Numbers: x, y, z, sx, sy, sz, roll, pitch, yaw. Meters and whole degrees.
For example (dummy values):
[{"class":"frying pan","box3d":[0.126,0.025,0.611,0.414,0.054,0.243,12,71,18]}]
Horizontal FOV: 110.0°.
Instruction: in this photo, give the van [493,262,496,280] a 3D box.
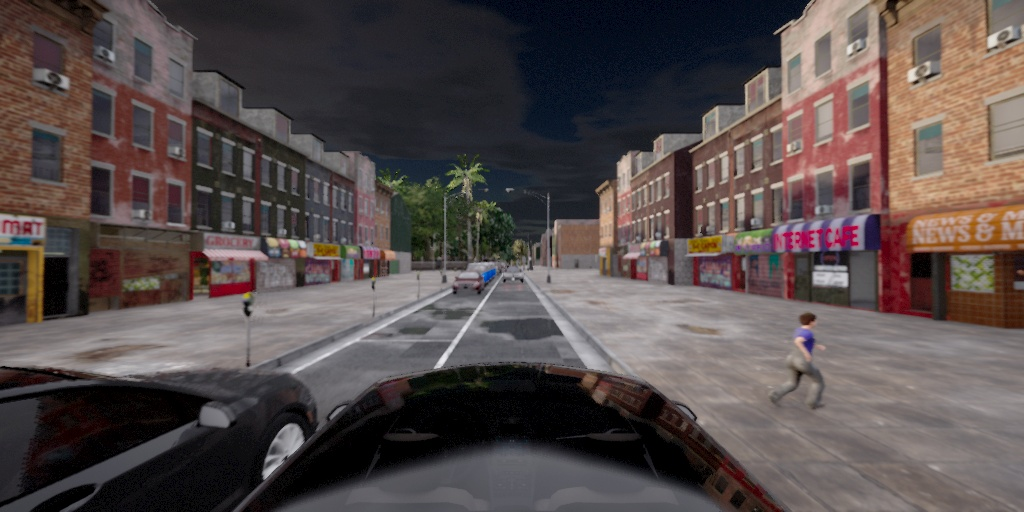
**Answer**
[{"class":"van","box3d":[-2.623,1.515,33.339,1.690,1.789,3.998,0,0,0]}]

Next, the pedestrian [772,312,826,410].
[{"class":"pedestrian","box3d":[3.541,1.207,4.396,0.375,1.300,0.375,0,-1,0]}]

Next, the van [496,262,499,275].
[{"class":"van","box3d":[-2.620,1.592,38.803,1.690,1.789,3.998,0,0,0]}]

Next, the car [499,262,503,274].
[{"class":"car","box3d":[-2.614,1.955,49.730,2.007,1.370,4.403,0,0,0]}]

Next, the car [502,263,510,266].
[{"class":"car","box3d":[0.078,1.915,45.931,1.994,1.385,4.181,0,-1,0]}]

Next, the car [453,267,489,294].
[{"class":"car","box3d":[-2.628,1.603,22.412,1.802,1.307,4.207,0,0,0]}]

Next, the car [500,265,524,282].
[{"class":"car","box3d":[0.107,1.781,33.775,1.895,1.301,4.718,0,-1,0]}]

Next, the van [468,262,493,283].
[{"class":"van","box3d":[-2.625,1.438,27.875,1.690,1.789,3.998,0,0,0]}]

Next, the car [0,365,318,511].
[{"class":"car","box3d":[-2.751,1.252,1.455,1.837,1.490,4.892,0,-1,0]}]
